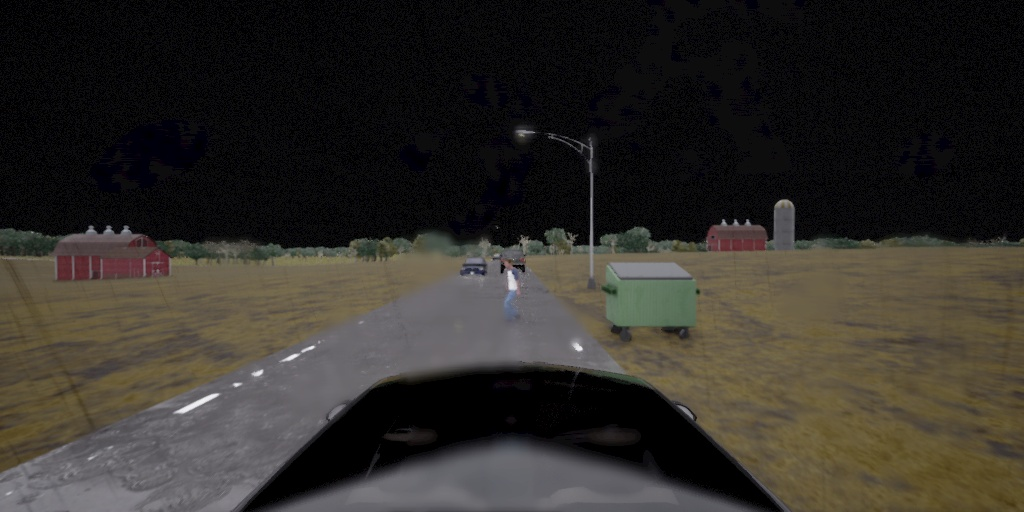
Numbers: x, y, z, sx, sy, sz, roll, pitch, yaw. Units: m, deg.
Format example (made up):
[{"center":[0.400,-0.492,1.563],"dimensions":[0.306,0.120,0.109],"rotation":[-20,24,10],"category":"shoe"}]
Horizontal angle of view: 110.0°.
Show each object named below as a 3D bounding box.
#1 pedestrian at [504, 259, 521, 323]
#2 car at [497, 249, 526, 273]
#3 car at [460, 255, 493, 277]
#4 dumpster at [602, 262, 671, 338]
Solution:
[{"center":[-0.006,0.893,9.804],"dimensions":[0.375,1.860,0.375],"rotation":[0,1,-10],"category":"pedestrian"},{"center":[0.076,0.418,31.904],"dimensions":[2.150,2.045,5.566],"rotation":[0,1,0],"category":"car"},{"center":[-2.856,0.806,28.372],"dimensions":[2.033,1.411,5.357],"rotation":[0,1,0],"category":"car"},{"center":[3.123,1.003,9.318],"dimensions":[1.020,1.700,1.940],"rotation":[0,0,0],"category":"dumpster"}]
